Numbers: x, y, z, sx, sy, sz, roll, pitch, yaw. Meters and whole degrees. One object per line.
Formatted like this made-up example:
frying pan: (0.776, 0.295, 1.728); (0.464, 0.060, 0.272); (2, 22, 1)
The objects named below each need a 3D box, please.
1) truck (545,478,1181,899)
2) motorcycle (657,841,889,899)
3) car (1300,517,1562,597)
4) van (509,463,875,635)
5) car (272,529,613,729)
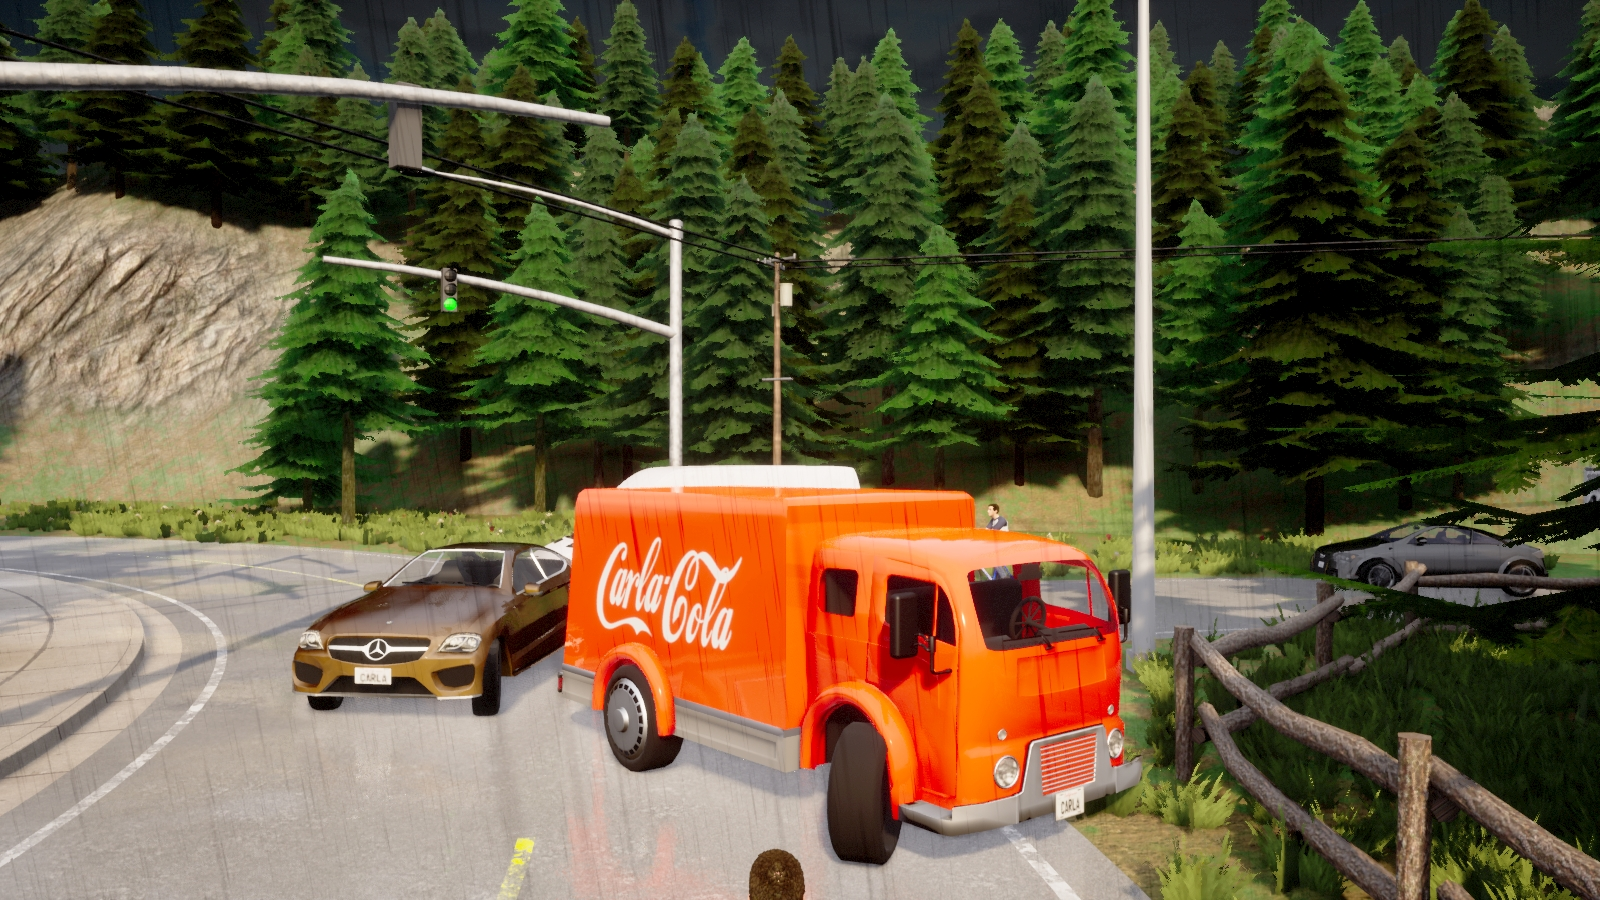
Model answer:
truck: (0.202, 1.542, 9.769); (2.627, 2.467, 5.204); (0, 0, -39)
motorcycle: (-0.074, 2.159, 3.526); (0.803, 1.199, 2.033); (0, 0, -2)
car: (12.589, 2.119, 23.051); (4.181, 1.385, 1.994); (0, 0, 6)
van: (-1.776, 1.528, 19.549); (5.915, 2.561, 1.988); (0, 0, -27)
car: (-4.038, 1.970, 14.038); (2.152, 1.651, 5.027); (0, 0, 6)
